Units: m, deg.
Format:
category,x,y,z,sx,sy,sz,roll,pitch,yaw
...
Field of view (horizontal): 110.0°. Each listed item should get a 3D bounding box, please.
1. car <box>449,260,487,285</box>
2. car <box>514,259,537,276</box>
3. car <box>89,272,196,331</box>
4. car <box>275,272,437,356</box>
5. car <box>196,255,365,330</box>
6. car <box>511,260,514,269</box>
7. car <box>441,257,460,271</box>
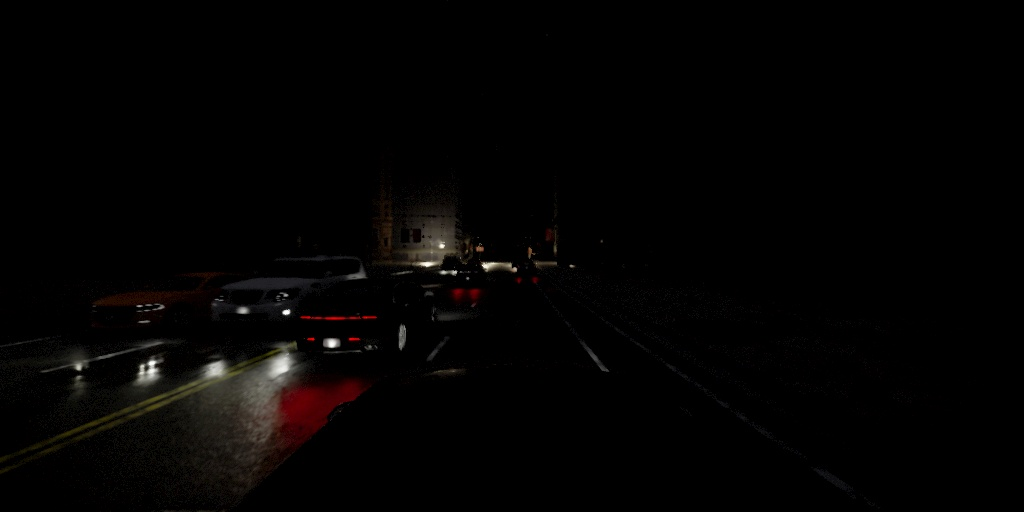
category,x,y,z,sx,sy,sz,roll,pitch,yaw
car,-2.956,1.309,26.640,2.128,1.511,4.902,0,0,1
car,1.529,1.204,38.299,2.097,1.767,4.553,0,0,1
car,-9.811,1.249,11.248,1.882,1.535,5.008,0,0,0
car,-3.126,1.272,8.655,1.837,1.490,4.892,0,0,0
car,-6.562,0.995,11.528,2.150,2.045,5.566,0,0,0
car,0.874,1.443,61.201,1.812,1.442,4.674,0,0,2
car,-9.078,1.113,54.054,2.150,2.045,5.566,0,0,2
